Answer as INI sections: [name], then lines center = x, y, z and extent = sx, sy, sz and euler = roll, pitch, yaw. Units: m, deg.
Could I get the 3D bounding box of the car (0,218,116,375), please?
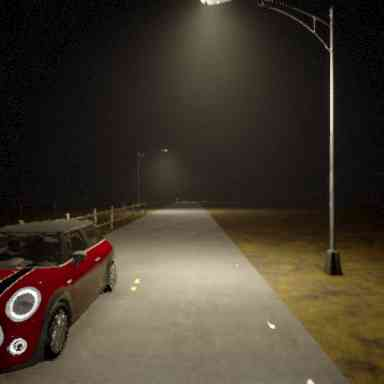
[car]
center = -2.837, 1.370, 5.942
extent = 2.097, 1.767, 4.553
euler = 0, 0, 0
